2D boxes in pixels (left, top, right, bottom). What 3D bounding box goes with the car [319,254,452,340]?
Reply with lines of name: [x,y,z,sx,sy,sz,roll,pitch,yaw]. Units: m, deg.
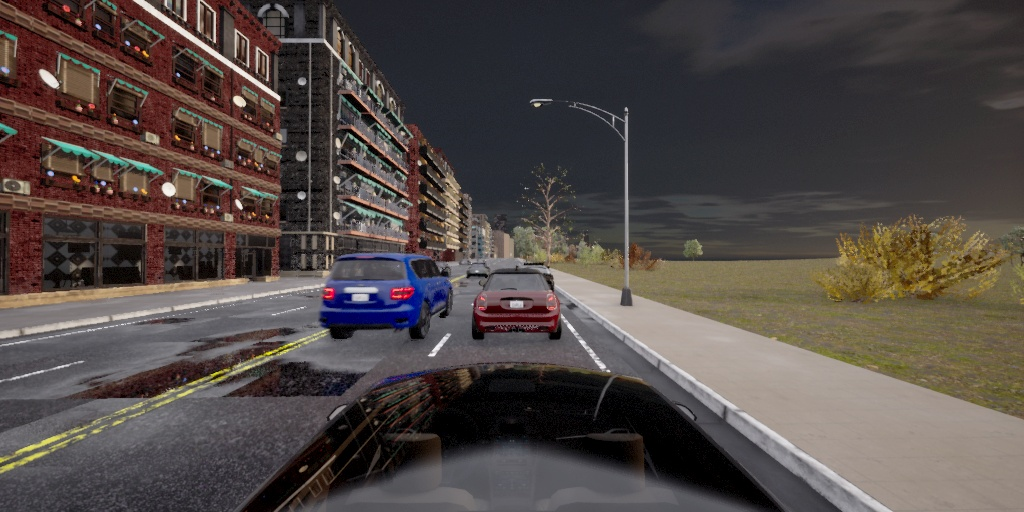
car: [-3.135,0.971,10.109,2.150,2.045,5.566,0,0,0]

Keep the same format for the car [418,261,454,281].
car: [-6.539,1.247,31.505,2.128,1.511,4.902,0,0,0]

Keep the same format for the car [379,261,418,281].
car: [-9.789,1.260,31.258,1.837,1.490,4.892,0,0,0]

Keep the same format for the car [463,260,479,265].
car: [-3.082,1.320,33.695,1.994,1.385,4.181,0,0,0]

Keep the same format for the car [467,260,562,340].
car: [0.113,1.104,10.168,2.097,1.767,4.553,0,0,0]

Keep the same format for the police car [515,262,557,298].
police car: [1.174,1.180,19.664,1.930,1.638,5.238,0,0,0]
